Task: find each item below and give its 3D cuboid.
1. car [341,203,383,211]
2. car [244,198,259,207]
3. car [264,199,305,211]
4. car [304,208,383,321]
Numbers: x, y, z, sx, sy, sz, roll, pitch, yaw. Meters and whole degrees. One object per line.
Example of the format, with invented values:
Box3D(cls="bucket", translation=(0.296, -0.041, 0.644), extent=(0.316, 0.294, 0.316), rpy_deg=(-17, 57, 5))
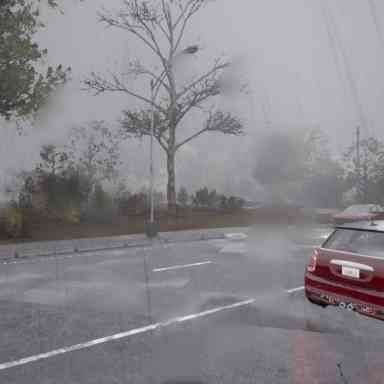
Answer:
Box3D(cls="car", translation=(10.344, 1.477, 20.140), extent=(5.008, 1.535, 1.882), rpy_deg=(0, 0, -40))
Box3D(cls="car", translation=(8.338, 1.620, 52.806), extent=(2.033, 1.411, 5.357), rpy_deg=(0, 0, -26))
Box3D(cls="car", translation=(10.990, 1.559, 39.975), extent=(2.033, 1.411, 5.357), rpy_deg=(0, 0, -28))
Box3D(cls="car", translation=(4.396, 1.352, 6.747), extent=(4.553, 1.767, 2.097), rpy_deg=(0, 0, -34))
